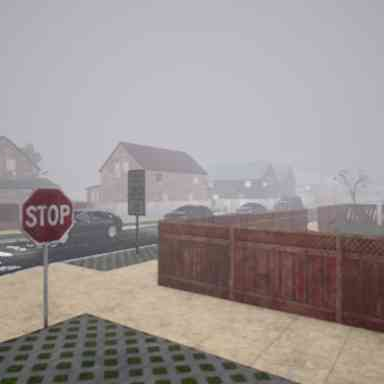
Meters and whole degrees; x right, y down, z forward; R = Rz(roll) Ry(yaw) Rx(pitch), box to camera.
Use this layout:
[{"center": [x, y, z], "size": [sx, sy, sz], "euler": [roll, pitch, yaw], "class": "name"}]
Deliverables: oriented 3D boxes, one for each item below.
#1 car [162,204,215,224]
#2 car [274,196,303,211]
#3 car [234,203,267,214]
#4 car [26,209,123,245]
[{"center": [-0.165, 1.687, 24.114], "size": [1.837, 1.490, 4.892], "euler": [0, 0, 36], "class": "car"}, {"center": [12.009, 1.542, 41.188], "size": [2.150, 2.045, 5.566], "euler": [0, 0, 35], "class": "car"}, {"center": [5.817, 1.774, 32.533], "size": [1.812, 1.442, 4.674], "euler": [0, 0, 35], "class": "car"}, {"center": [-5.615, 1.631, 16.444], "size": [1.837, 1.490, 4.892], "euler": [0, 0, 35], "class": "car"}]
